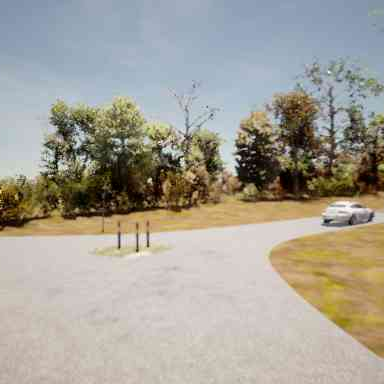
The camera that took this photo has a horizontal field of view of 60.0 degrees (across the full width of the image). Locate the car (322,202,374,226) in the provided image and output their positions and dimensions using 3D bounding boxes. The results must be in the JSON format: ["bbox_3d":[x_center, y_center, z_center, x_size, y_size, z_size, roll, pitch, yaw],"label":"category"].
[{"bbox_3d":[10.416,1.366,22.212,4.674,1.442,1.812,-1,0,-40],"label":"car"}]
